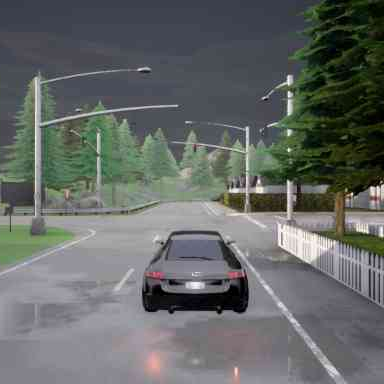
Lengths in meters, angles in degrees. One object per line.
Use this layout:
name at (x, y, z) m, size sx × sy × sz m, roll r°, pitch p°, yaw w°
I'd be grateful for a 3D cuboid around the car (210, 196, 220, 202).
car at (6.703, 1.524, 72.905) m, size 5.357 × 1.411 × 2.033 m, roll 0°, pitch 0°, yaw -22°

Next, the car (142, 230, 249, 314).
car at (0.075, 1.564, 7.686) m, size 1.994 × 1.385 × 4.181 m, roll 0°, pitch 0°, yaw 1°
